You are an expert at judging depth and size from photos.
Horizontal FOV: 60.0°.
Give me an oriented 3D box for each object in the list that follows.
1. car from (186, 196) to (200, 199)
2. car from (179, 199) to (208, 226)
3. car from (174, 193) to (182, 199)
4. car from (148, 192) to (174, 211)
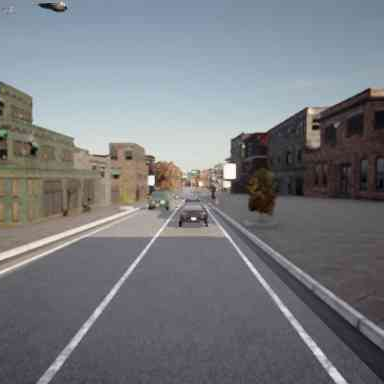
[{"bbox_3d":[0.055,1.223,41.935,1.882,1.535,5.008,0,0,0],"label":"car"},{"bbox_3d":[0.097,1.402,21.922,1.812,1.442,4.674,0,0,0],"label":"car"},{"bbox_3d":[-3.432,1.043,78.665,2.128,1.511,4.902,0,0,0],"label":"car"},{"bbox_3d":[-3.562,0.994,37.315,2.150,2.045,5.566,0,0,0],"label":"car"}]
